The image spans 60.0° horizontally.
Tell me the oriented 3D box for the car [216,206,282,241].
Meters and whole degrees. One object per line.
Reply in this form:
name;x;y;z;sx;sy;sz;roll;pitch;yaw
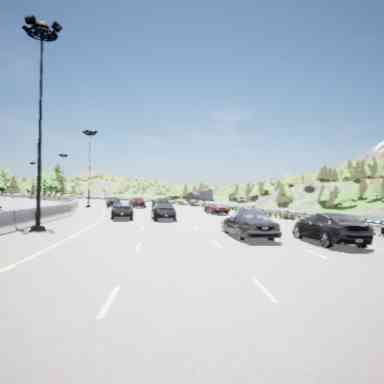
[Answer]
car;3.012;1.740;17.835;2.033;1.411;5.357;1;0;-8

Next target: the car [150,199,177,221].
car;-2.491;1.678;28.830;2.128;1.511;4.902;1;0;-11

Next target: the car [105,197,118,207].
car;-12.696;1.557;53.385;2.097;1.767;4.553;1;0;-20

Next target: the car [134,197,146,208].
car;-8.744;1.619;52.674;2.097;1.767;4.553;1;0;-19

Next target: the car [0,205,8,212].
car;-16.342;1.597;26.367;1.895;1.301;4.718;1;0;-11

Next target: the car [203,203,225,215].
car;2.781;1.956;38.916;1.895;1.301;4.718;1;0;-14

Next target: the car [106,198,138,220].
car;-6.176;1.621;29.561;2.128;1.511;4.902;1;0;-11

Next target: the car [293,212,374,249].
car;6.525;1.743;15.909;1.837;1.490;4.892;2;0;-7
